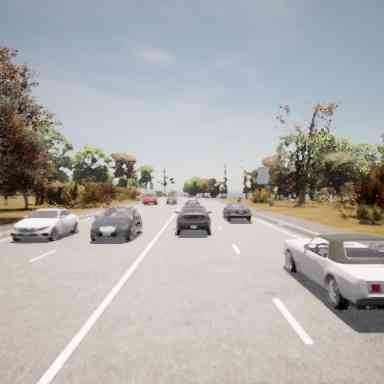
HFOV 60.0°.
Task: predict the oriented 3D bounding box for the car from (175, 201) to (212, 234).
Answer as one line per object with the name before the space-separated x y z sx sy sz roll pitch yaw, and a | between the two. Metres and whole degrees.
car | 0.092 1.508 19.122 1.837 1.490 4.892 0 0 0

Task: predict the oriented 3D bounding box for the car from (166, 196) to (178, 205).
car | -3.560 1.502 58.960 2.128 1.511 4.902 0 0 1

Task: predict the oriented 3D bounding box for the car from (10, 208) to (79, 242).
car | -7.106 1.529 16.601 1.812 1.442 4.674 0 0 0

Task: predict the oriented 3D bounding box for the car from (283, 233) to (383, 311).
car | 3.598 1.602 7.723 1.895 1.301 4.718 0 0 0

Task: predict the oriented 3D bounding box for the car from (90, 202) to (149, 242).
car | -3.605 1.495 16.545 2.128 1.511 4.902 0 0 0

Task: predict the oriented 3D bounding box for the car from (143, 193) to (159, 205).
car | -7.065 1.232 57.385 2.150 2.045 5.566 0 0 1

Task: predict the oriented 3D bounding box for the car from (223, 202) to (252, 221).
car | 3.592 1.552 26.941 2.033 1.411 5.357 0 0 0
